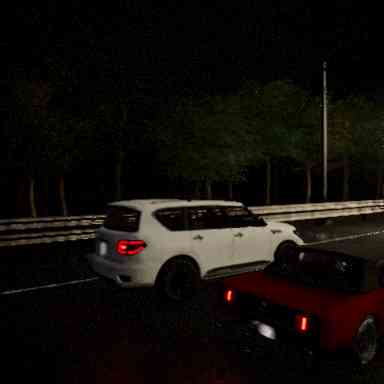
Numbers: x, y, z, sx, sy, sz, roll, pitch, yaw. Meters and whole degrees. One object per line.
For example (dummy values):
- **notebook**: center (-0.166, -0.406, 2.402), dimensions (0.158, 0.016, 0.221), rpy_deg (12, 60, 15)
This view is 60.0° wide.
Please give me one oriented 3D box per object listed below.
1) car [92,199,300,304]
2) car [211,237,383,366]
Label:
- **car**: center (0.376, 1.184, 8.314), dimensions (5.566, 2.045, 2.150), rpy_deg (-1, 0, -35)
- **car**: center (2.804, 1.560, 5.747), dimensions (4.718, 1.301, 1.895), rpy_deg (-1, 0, -36)
